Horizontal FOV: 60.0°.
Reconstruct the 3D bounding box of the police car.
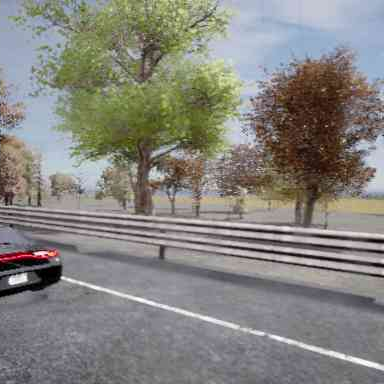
[{"bbox_3d":[-5.171,1.407,7.604,4.974,1.542,2.038,1,0,36],"label":"police car"}]
